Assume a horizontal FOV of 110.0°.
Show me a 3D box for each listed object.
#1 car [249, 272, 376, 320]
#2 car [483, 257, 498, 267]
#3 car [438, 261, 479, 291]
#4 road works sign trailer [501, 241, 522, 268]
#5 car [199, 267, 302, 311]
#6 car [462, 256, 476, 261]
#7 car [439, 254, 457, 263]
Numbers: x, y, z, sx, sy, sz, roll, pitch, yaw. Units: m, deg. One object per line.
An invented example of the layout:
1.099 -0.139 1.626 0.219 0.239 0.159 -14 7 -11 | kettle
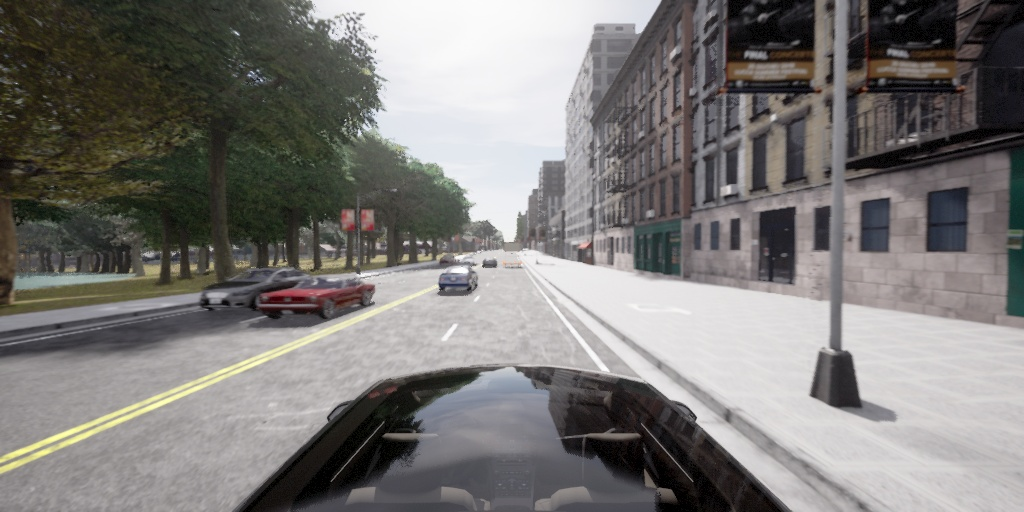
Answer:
-6.598 1.342 12.748 1.895 1.301 4.718 0 0 0 | car
-3.137 0.836 51.710 1.994 1.385 4.181 0 1 0 | car
-3.145 1.253 21.672 2.033 1.411 5.357 0 0 0 | car
0.013 -0.229 49.862 2.380 3.560 2.880 0 0 0 | road works sign trailer
-9.846 1.228 14.361 2.128 1.511 4.902 0 0 0 | car
-6.549 0.748 54.336 1.812 1.442 4.674 0 1 0 | car
-9.796 0.565 54.842 2.097 1.767 4.553 0 1 0 | car
